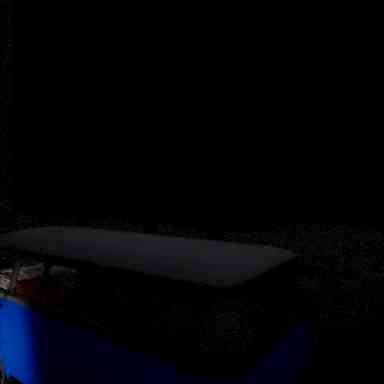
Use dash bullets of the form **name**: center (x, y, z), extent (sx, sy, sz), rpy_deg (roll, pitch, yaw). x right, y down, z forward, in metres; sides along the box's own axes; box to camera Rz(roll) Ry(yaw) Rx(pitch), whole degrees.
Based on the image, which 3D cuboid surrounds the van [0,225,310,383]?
- **van**: center (-0.815, 1.335, 3.542), extent (3.998, 1.788, 1.690), rpy_deg (0, 0, 36)
